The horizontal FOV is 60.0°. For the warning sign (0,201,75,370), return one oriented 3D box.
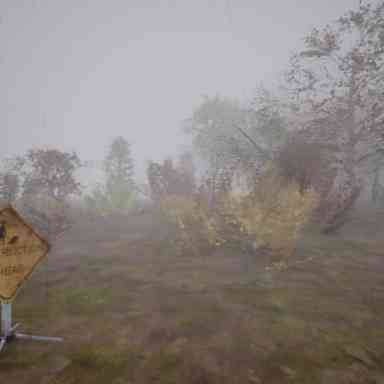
[{"bbox_3d":[-2.435,1.085,4.362,1.060,1.860,1.300,0,1,32],"label":"warning sign"}]
